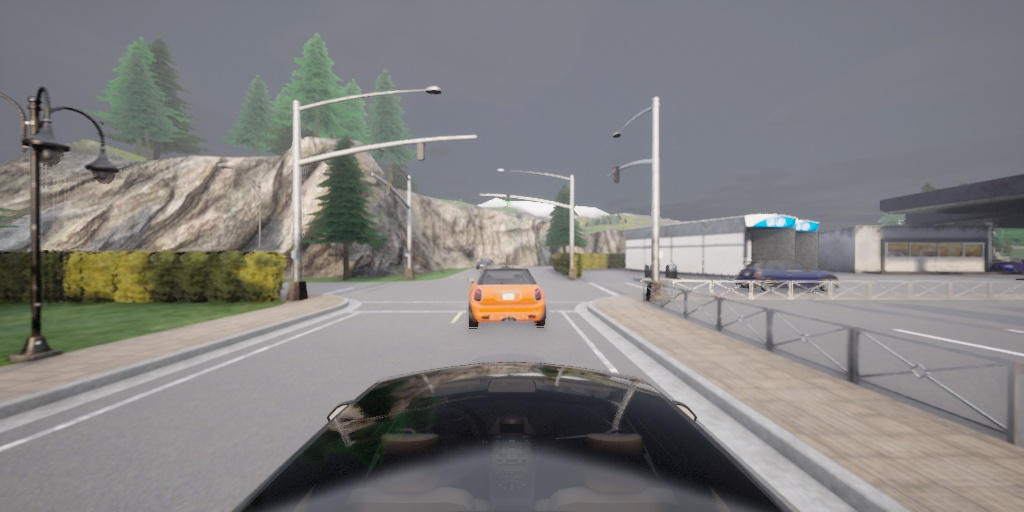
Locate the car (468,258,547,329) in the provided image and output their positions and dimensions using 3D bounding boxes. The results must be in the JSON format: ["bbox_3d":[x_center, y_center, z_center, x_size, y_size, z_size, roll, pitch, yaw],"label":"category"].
[{"bbox_3d":[-0.314,1.058,11.349,2.097,1.767,4.553,0,0,-6],"label":"car"}]

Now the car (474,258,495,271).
[{"bbox_3d":[-3.422,1.039,45.786,2.128,1.511,4.902,0,0,3],"label":"car"}]

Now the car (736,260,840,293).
[{"bbox_3d":[14.960,1.021,19.542,4.553,1.767,2.097,0,0,2],"label":"car"}]
